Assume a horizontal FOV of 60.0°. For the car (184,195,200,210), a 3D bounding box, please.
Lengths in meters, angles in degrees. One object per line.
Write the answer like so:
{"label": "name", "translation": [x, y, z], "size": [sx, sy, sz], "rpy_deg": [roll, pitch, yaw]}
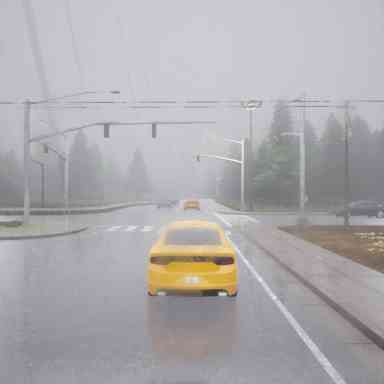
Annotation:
{"label": "car", "translation": [-0.012, 1.478, 42.304], "size": [1.882, 1.535, 5.008], "rpy_deg": [0, 0, 0]}

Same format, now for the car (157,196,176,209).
{"label": "car", "translation": [-3.612, 1.547, 45.064], "size": [2.033, 1.411, 5.357], "rpy_deg": [0, 0, 0]}

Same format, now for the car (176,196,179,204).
{"label": "car", "translation": [-3.589, 1.601, 55.242], "size": [1.895, 1.301, 4.718], "rpy_deg": [0, 0, 1]}

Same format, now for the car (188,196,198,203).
{"label": "car", "translation": [0.246, 1.537, 72.865], "size": [2.033, 1.411, 5.357], "rpy_deg": [0, 0, 2]}

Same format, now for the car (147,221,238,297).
{"label": "car", "translation": [0.043, 1.474, 8.642], "size": [1.882, 1.535, 5.008], "rpy_deg": [0, 0, 1]}

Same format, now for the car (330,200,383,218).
{"label": "car", "translation": [14.889, 1.531, 29.630], "size": [4.892, 1.490, 1.837], "rpy_deg": [0, 0, 1]}

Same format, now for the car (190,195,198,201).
{"label": "car", "translation": [0.637, 1.442, 83.258], "size": [1.837, 1.490, 4.892], "rpy_deg": [0, 0, 2]}
